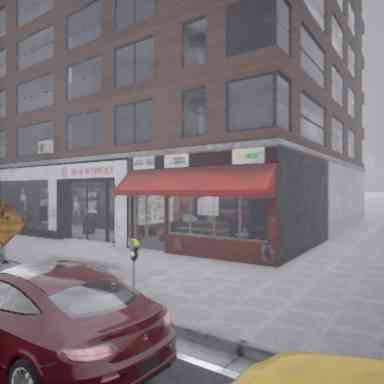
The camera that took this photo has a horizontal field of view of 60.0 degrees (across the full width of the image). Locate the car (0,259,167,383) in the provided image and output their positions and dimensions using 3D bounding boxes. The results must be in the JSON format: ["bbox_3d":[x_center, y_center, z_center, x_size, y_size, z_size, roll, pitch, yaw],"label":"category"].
[{"bbox_3d":[-2.124,1.622,4.591,4.206,1.307,1.802,-1,0,36],"label":"car"}]

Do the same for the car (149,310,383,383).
[{"bbox_3d":[2.216,1.516,1.489,4.829,1.417,1.752,-1,0,36],"label":"car"}]

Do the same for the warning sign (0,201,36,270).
[{"bbox_3d":[-5.483,1.208,9.727,1.060,1.860,1.300,0,-1,36],"label":"warning sign"}]
